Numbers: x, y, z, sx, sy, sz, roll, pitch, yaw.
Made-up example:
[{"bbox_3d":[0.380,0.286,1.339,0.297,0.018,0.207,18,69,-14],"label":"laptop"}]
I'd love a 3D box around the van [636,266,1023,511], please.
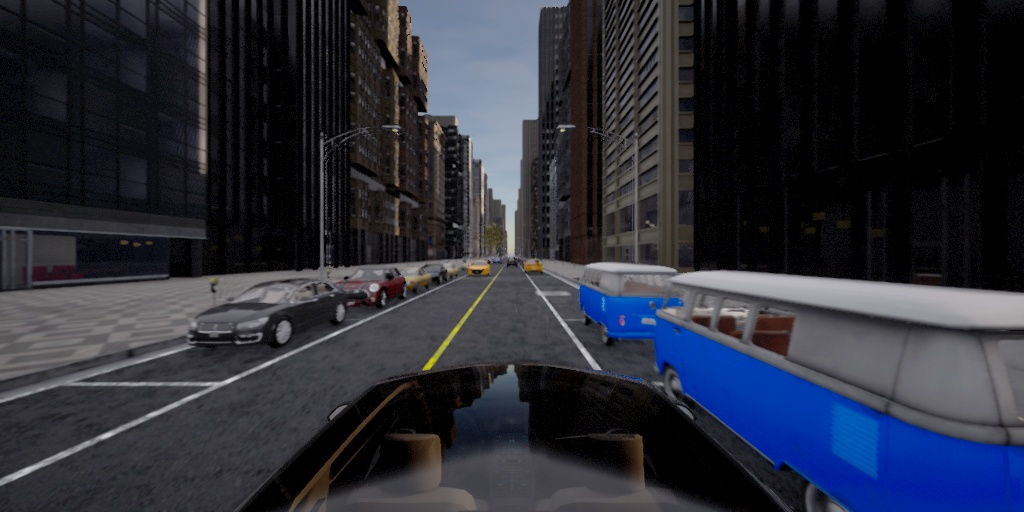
[{"bbox_3d":[2.763,1.087,3.440,1.690,1.789,3.998,0,0,0],"label":"van"}]

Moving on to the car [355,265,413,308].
[{"bbox_3d":[-5.759,1.161,14.794,1.967,1.591,4.097,0,0,0],"label":"car"}]

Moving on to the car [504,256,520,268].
[{"bbox_3d":[0.016,1.136,59.751,1.837,1.490,4.892,0,0,0],"label":"car"}]

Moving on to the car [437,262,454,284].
[{"bbox_3d":[-5.756,1.261,26.149,1.948,1.339,4.313,0,0,0],"label":"car"}]

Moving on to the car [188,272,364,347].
[{"bbox_3d":[-5.761,1.284,9.117,2.007,1.370,4.403,0,0,0],"label":"car"}]

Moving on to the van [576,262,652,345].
[{"bbox_3d":[2.764,1.074,9.117,1.690,1.789,3.998,0,0,0],"label":"van"}]

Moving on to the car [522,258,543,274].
[{"bbox_3d":[2.371,1.143,40.033,1.882,1.535,5.008,0,0,0],"label":"car"}]

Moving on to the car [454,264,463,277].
[{"bbox_3d":[-5.754,1.208,31.656,1.751,1.417,4.829,0,0,0],"label":"car"}]

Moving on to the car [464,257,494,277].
[{"bbox_3d":[-3.084,1.155,34.247,1.882,1.535,5.008,0,0,0],"label":"car"}]

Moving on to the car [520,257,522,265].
[{"bbox_3d":[2.779,1.070,60.215,1.967,1.591,4.097,0,0,0],"label":"car"}]

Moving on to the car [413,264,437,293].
[{"bbox_3d":[-5.758,1.234,20.301,1.751,1.417,4.829,0,0,0],"label":"car"}]
